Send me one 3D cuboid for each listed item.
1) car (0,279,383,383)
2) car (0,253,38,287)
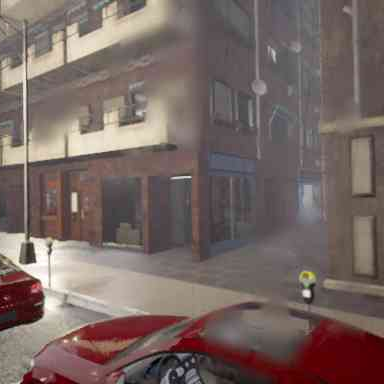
[{"bbox_3d":[0.350,1.589,2.598,4.206,1.307,1.802,0,-1,36],"label":"car"},{"bbox_3d":[-4.266,1.622,5.893,4.206,1.307,1.802,0,-1,36],"label":"car"}]
